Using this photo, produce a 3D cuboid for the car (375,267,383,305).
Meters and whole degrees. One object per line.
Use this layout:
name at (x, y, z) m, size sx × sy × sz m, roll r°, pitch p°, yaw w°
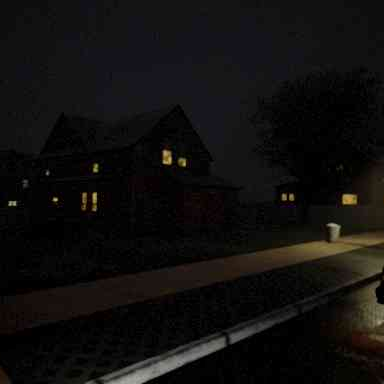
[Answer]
car at (5.749, 1.625, 7.071) m, size 5.357 × 1.411 × 2.033 m, roll 1°, pitch -1°, yaw -41°
